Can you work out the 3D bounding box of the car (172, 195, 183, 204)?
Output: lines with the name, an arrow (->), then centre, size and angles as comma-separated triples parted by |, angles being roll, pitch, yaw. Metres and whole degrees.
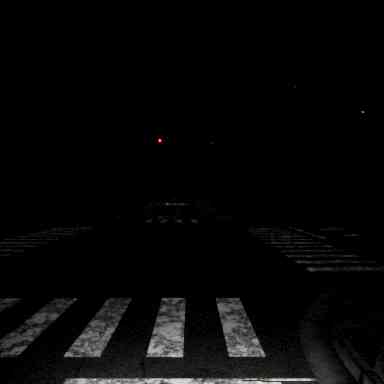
car -> -2.967, 1.498, 69.308 | 2.097, 1.767, 4.553 | 0, 0, 0
